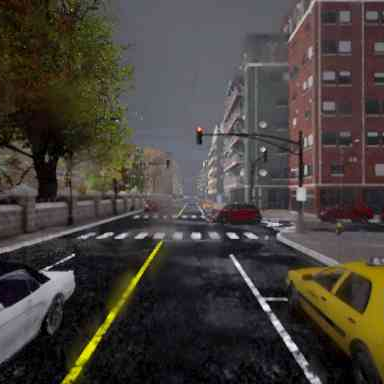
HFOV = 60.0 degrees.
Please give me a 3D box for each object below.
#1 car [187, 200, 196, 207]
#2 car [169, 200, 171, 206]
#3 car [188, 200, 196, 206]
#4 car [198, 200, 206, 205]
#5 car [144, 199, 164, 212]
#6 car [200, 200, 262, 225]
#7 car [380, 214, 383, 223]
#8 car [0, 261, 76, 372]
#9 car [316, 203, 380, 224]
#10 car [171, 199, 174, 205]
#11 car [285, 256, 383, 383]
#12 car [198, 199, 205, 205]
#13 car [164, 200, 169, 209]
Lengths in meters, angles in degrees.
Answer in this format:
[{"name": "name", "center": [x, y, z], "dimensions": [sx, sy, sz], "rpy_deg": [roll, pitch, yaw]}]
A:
[{"name": "car", "center": [-0.058, 2.507, 73.578], "dimensions": [2.033, 1.411, 5.357], "rpy_deg": [0, -1, 0]}, {"name": "car", "center": [-5.747, 2.394, 64.869], "dimensions": [1.887, 1.381, 4.507], "rpy_deg": [0, -1, 0]}, {"name": "car", "center": [-0.068, 2.662, 83.988], "dimensions": [1.994, 1.385, 4.181], "rpy_deg": [0, -1, 0]}, {"name": "car", "center": [2.615, 2.695, 87.015], "dimensions": [1.887, 1.381, 4.507], "rpy_deg": [0, -1, 0]}, {"name": "car", "center": [-5.734, 1.940, 48.267], "dimensions": [2.192, 1.841, 5.009], "rpy_deg": [0, -1, 0]}, {"name": "car", "center": [3.405, 1.717, 27.393], "dimensions": [4.553, 1.767, 2.097], "rpy_deg": [1, -1, -22]}, {"name": "car", "center": [20.280, 2.328, 31.725], "dimensions": [4.507, 1.381, 1.887], "rpy_deg": [1, -2, 0]}, {"name": "car", "center": [-3.111, 1.653, 4.030], "dimensions": [1.895, 1.301, 4.718], "rpy_deg": [0, -1, 0]}, {"name": "car", "center": [14.589, 1.995, 31.710], "dimensions": [5.009, 1.841, 2.192], "rpy_deg": [1, -2, 0]}, {"name": "car", "center": [-5.757, 2.581, 75.937], "dimensions": [1.802, 1.307, 4.206], "rpy_deg": [0, -1, 0]}, {"name": "car", "center": [2.685, 1.589, 4.880], "dimensions": [1.752, 1.417, 4.829], "rpy_deg": [0, -1, 0]}, {"name": "car", "center": [2.610, 2.772, 92.549], "dimensions": [1.887, 1.381, 4.507], "rpy_deg": [0, -1, 0]}, {"name": "car", "center": [-5.743, 2.214, 59.335], "dimensions": [1.967, 1.590, 4.097], "rpy_deg": [0, -1, 0]}]
